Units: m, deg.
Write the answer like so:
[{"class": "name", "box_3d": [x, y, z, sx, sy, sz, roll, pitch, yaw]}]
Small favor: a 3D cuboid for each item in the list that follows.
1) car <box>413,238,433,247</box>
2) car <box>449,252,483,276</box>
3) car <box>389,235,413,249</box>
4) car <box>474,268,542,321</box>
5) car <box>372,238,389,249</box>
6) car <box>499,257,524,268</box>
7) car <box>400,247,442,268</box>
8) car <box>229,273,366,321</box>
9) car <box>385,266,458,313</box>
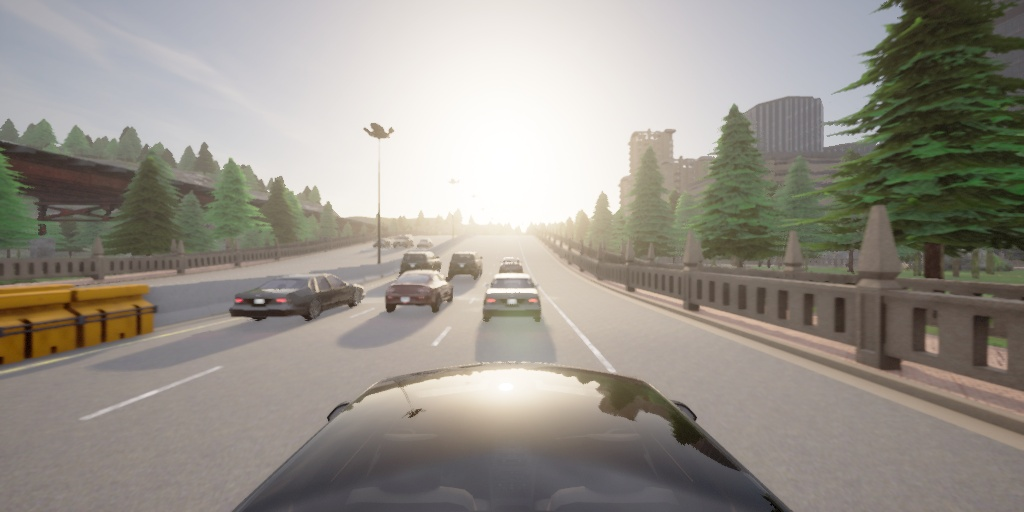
[{"class": "car", "box_3d": [-14.325, -2.095, 58.995, 1.837, 1.490, 4.892, 0, 7, 0]}, {"class": "car", "box_3d": [-3.571, 0.642, 28.216, 2.150, 2.045, 5.566, 0, 3, 0]}, {"class": "car", "box_3d": [-17.815, -2.373, 58.910, 2.150, 2.045, 5.566, 0, 7, 0]}, {"class": "car", "box_3d": [0.008, 1.303, 12.430, 2.033, 1.411, 5.357, 0, 0, 0]}, {"class": "car", "box_3d": [-21.317, -2.097, 58.971, 1.837, 1.490, 4.892, 0, 7, 0]}, {"class": "car", "box_3d": [-0.065, 0.846, 29.447, 2.128, 1.511, 4.902, 0, 3, 0]}, {"class": "car", "box_3d": [-7.071, 0.642, 28.198, 2.150, 2.045, 5.566, 0, 3, 0]}, {"class": "car", "box_3d": [-6.992, 1.303, 12.444, 2.033, 1.411, 5.357, 0, 0, 0]}, {"class": "car", "box_3d": [-3.484, 1.282, 14.037, 1.812, 1.442, 4.674, 0, -1, 0]}]
